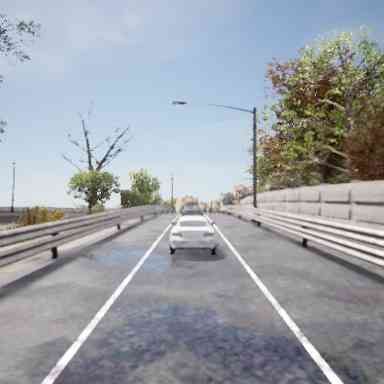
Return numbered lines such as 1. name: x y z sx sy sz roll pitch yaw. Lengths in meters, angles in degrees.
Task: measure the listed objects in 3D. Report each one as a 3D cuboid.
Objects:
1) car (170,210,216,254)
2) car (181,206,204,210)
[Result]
1. car: 0.051 1.733 14.388 1.812 1.442 4.674 0 -1 1
2. car: 0.053 1.916 28.833 2.128 1.511 4.902 0 -1 1
